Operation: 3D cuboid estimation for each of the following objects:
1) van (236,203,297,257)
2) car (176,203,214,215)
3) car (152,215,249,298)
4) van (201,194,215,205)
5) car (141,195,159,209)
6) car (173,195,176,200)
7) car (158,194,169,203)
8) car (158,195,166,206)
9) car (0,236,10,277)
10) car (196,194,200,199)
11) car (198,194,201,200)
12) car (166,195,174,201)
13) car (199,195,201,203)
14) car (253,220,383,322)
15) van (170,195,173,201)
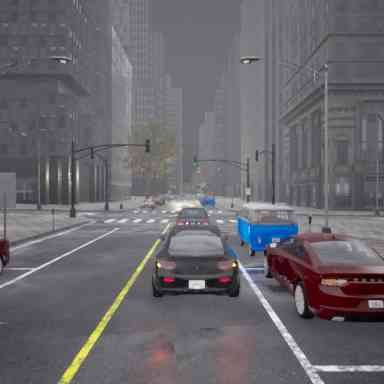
[{"bbox_3d":[2.739,1.347,12.745,1.690,1.788,3.998,0,0,0],"label":"van"},{"bbox_3d":[0.042,1.557,18.145,2.033,1.411,5.357,0,0,0],"label":"car"},{"bbox_3d":[0.081,1.529,8.398,1.812,1.442,4.674,0,0,0],"label":"car"},{"bbox_3d":[2.601,1.382,50.730,1.690,1.788,3.998,0,0,0],"label":"van"},{"bbox_3d":[-5.912,1.560,45.134,1.752,1.417,4.829,0,0,0],"label":"car"},{"bbox_3d":[-6.045,1.665,87.617,1.947,1.339,4.313,0,0,0],"label":"car"},{"bbox_3d":[-5.958,1.370,61.173,2.192,1.841,5.009,0,0,0],"label":"car"},{"bbox_3d":[-5.941,1.593,55.884,1.887,1.381,4.507,0,0,0],"label":"car"},{"bbox_3d":[-5.799,1.548,7.211,1.887,1.381,4.507,0,0,0],"label":"car"},{"bbox_3d":[2.530,1.623,72.382,2.008,1.369,4.403,0,0,0],"label":"car"},{"bbox_3d":[2.565,1.600,61.556,1.887,1.381,4.507,0,0,0],"label":"car"},{"bbox_3d":[-6.061,1.634,92.737,1.752,1.417,4.829,0,0,0],"label":"car"},{"bbox_3d":[2.583,1.614,56.142,1.947,1.339,4.313,0,0,0],"label":"car"},{"bbox_3d":[2.756,1.548,7.220,1.887,1.381,4.507,0,0,0],"label":"car"},{"bbox_3d":[-6.010,1.421,77.040,1.690,1.788,3.998,0,0,0],"label":"van"}]
